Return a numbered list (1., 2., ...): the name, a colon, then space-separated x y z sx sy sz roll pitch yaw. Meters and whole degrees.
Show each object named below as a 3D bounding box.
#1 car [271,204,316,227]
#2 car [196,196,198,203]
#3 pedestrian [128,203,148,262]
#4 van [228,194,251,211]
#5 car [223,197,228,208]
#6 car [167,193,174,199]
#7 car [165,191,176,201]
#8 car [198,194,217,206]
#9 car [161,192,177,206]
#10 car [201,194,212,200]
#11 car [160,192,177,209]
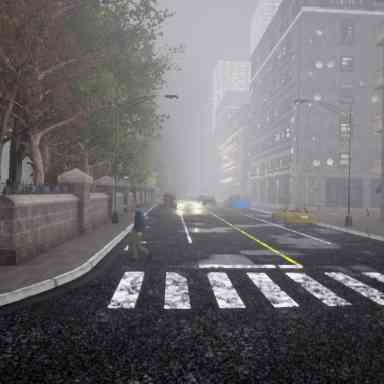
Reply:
1. car: 6.662 1.470 22.371 1.752 1.417 4.829 1 0 -3
2. car: 1.862 1.217 59.248 1.812 1.442 4.674 1 0 -3
3. pedestrian: -1.610 1.144 9.944 0.375 1.860 0.375 1 0 -3
4. van: 5.687 1.192 38.788 1.690 1.788 3.998 1 0 -3
5. car: 5.355 1.261 44.317 1.967 1.590 4.097 1 0 -3
6. car: -5.651 0.999 88.045 1.947 1.339 4.313 1 0 -3
7. car: -4.655 0.833 71.458 2.192 1.841 5.009 1 0 -3
8. car: 2.473 1.236 49.065 2.128 1.511 4.902 1 0 -3
9. car: -3.336 0.953 49.343 2.192 1.841 5.009 1 0 -3
10. car: 3.373 1.193 77.490 2.008 1.369 4.403 1 0 -3
11. car: -2.679 1.139 38.286 1.967 1.590 4.097 1 0 -3
